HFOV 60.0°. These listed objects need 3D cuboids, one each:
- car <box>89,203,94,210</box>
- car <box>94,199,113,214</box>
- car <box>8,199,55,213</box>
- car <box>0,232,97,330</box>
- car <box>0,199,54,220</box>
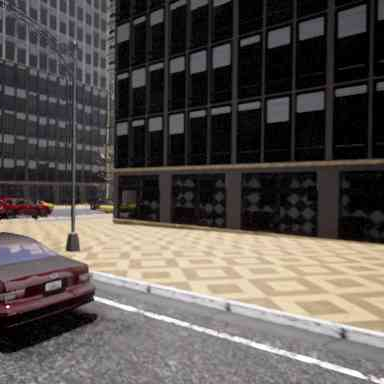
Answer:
[{"bbox_3d":[-11.757,1.743,45.490,1.837,1.490,4.892,1,0,36],"label":"car"},{"bbox_3d":[-8.814,1.832,39.747,1.752,1.417,4.829,1,0,36],"label":"car"},{"bbox_3d":[-19.109,1.645,39.900,1.752,1.417,4.829,1,0,36],"label":"car"},{"bbox_3d":[-4.287,1.545,6.740,5.357,1.411,2.033,0,0,34],"label":"car"},{"bbox_3d":[-15.602,1.521,30.529,2.192,1.841,5.009,1,0,36],"label":"car"}]
